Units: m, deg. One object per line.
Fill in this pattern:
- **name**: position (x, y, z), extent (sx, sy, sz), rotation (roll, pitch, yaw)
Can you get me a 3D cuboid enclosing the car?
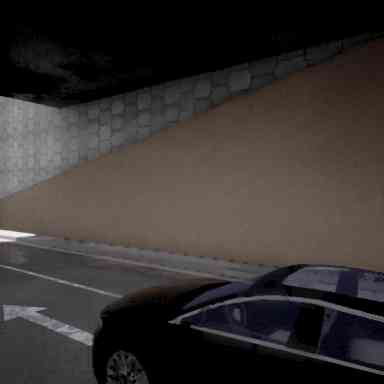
- **car**: position (1.082, 1.493, 3.156), extent (4.902, 1.511, 2.128), rotation (0, 0, 36)
